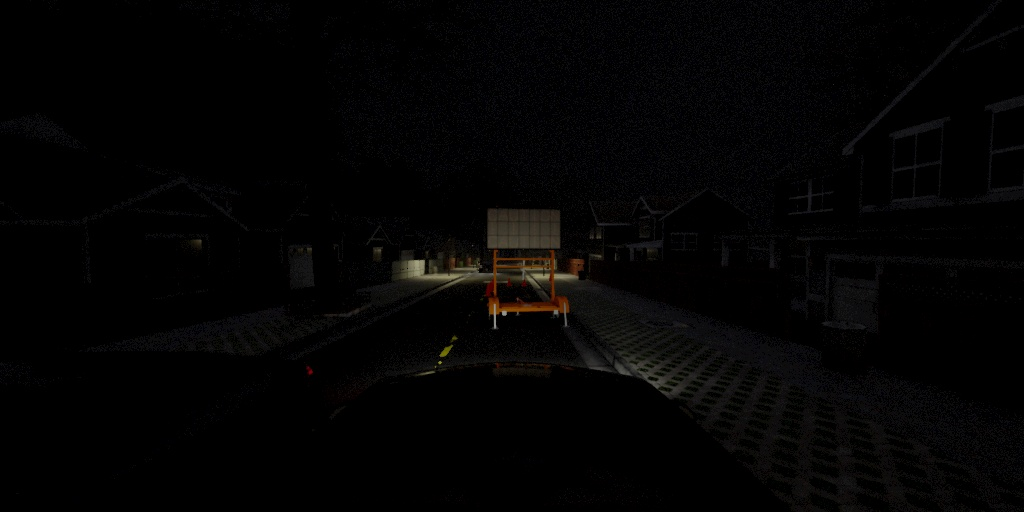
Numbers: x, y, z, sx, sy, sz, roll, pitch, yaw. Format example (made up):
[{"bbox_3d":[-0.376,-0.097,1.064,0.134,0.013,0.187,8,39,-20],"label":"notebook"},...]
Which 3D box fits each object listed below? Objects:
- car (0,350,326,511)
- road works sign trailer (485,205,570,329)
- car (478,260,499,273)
[{"bbox_3d":[-2.850,1.314,1.879,1.994,1.385,4.181,0,0,0],"label":"car"},{"bbox_3d":[0.351,0.209,11.333,2.380,3.560,2.880,0,0,-7],"label":"road works sign trailer"},{"bbox_3d":[-2.892,1.296,43.055,1.812,1.442,4.674,0,0,0],"label":"car"}]
